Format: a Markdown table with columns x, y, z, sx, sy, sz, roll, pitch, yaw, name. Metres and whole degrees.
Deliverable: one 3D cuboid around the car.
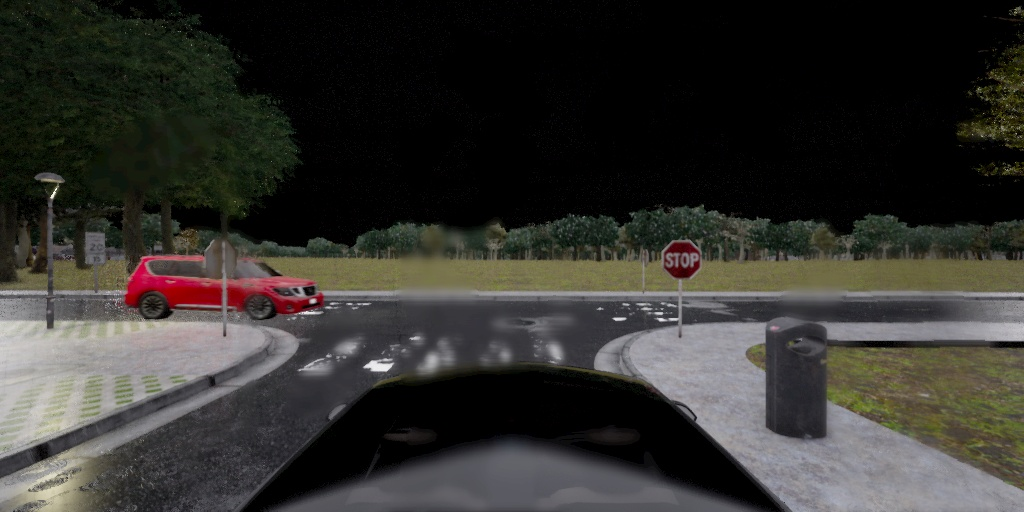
| x | y | z | sx | sy | sz | roll | pitch | yaw | name |
| --- | --- | --- | --- | --- | --- | --- | --- | --- | --- |
| -9.369 | 1.053 | 11.928 | 5.566 | 2.045 | 2.150 | 2 | 0 | 0 | car |
